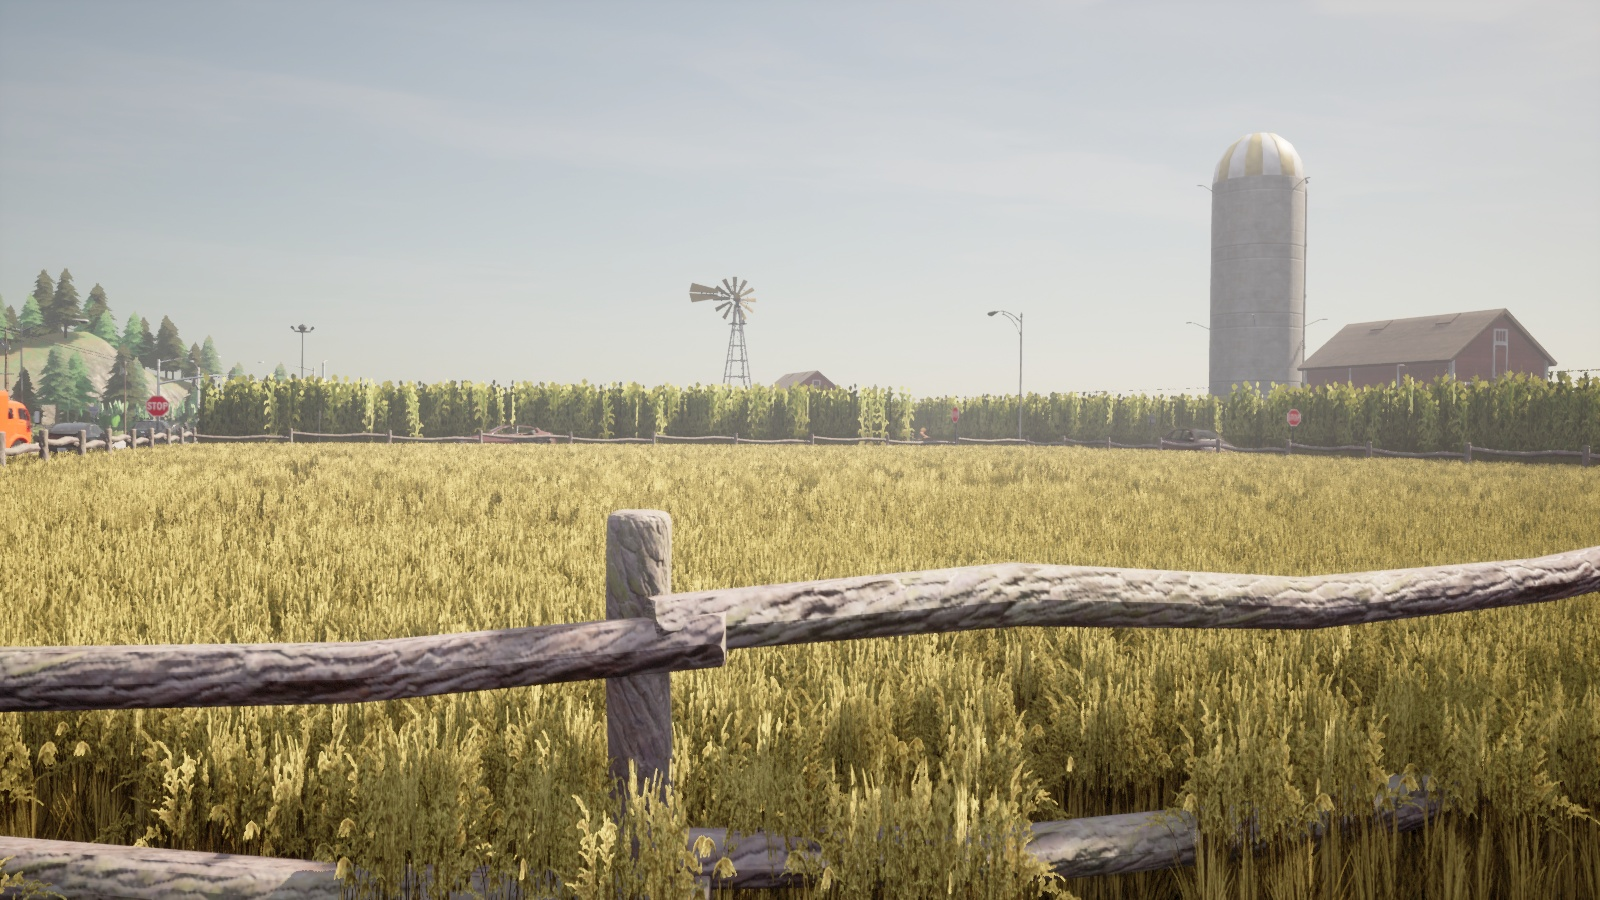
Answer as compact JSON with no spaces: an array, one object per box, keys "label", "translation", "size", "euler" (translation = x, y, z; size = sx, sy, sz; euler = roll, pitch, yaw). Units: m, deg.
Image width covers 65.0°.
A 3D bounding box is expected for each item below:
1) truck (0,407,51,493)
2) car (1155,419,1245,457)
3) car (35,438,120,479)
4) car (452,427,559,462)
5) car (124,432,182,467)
[{"label":"truck","translation":[-24.417,-0.008,36.392],"size":[2.627,2.467,5.204],"euler":[0,2,-5]},{"label":"car","translation":[17.856,-0.576,56.259],"size":[1.851,1.617,3.988],"euler":[-1,2,-18]},{"label":"car","translation":[-28.586,0.301,49.826],"size":[1.837,1.490,4.892],"euler":[-1,1,-17]},{"label":"car","translation":[-14.786,-0.292,63.064],"size":[5.027,1.651,2.152],"euler":[-1,1,-19]},{"label":"car","translation":[-34.752,-0.067,67.534],"size":[2.097,1.767,4.553],"euler":[-1,1,-19]}]
